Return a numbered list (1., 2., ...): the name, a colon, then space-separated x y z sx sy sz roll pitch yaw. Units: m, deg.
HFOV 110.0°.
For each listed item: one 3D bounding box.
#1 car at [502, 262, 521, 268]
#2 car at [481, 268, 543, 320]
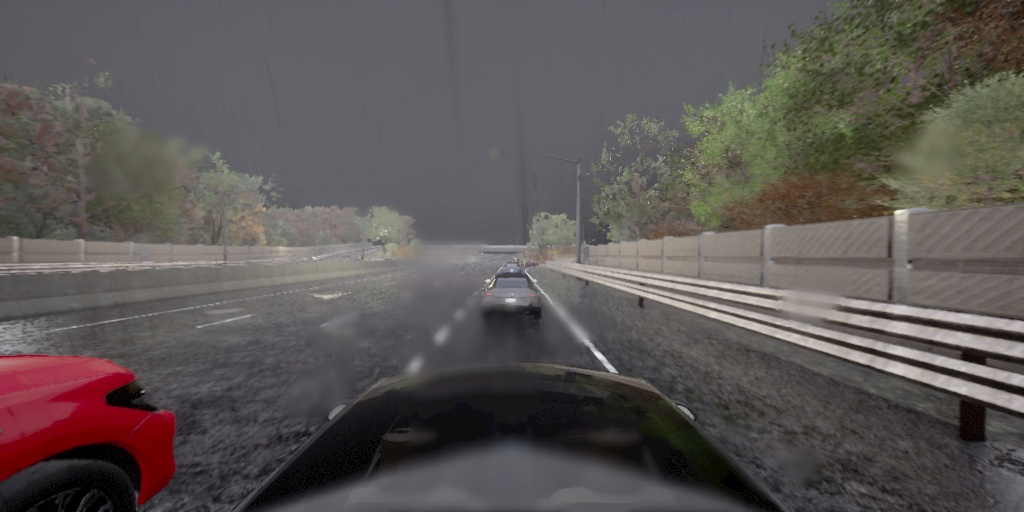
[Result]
1. car: -0.013 1.306 35.320 1.994 1.385 4.181 0 0 0
2. car: -0.005 1.306 12.670 1.994 1.385 4.181 0 0 0
